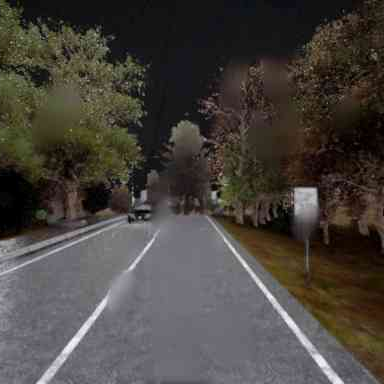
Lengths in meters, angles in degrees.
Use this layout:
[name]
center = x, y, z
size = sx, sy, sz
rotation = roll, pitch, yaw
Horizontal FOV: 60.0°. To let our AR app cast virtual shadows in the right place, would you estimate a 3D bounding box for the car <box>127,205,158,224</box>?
[car]
center = -3.814, 1.698, 26.313
size = 1.994, 1.385, 4.181
rotation = 0, -1, 0
